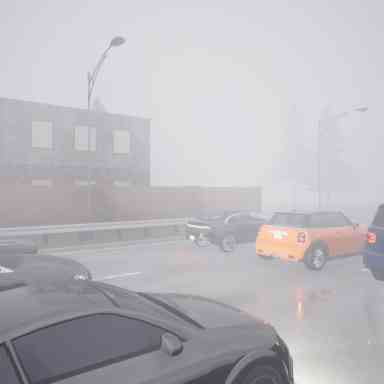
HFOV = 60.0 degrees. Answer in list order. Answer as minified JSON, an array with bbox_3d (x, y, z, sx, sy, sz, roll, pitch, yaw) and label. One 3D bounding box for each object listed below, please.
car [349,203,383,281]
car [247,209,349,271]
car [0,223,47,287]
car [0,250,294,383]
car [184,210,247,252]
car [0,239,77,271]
[{"bbox_3d":[6.642,1.221,8.545,5.566,2.045,2.150,0,0,-35],"label":"car"},{"bbox_3d":[4.311,1.352,11.184,4.553,1.767,2.097,0,0,-35],"label":"car"},{"bbox_3d":[-6.193,1.601,7.925,4.718,1.301,1.895,0,0,-36],"label":"car"},{"bbox_3d":[-0.987,1.564,3.044,4.181,1.385,1.994,0,0,-35],"label":"car"},{"bbox_3d":[1.989,1.491,13.829,4.902,1.511,2.128,0,0,-35],"label":"car"},{"bbox_3d":[-4.052,1.492,5.153,4.902,1.511,2.128,0,0,-36],"label":"car"}]
